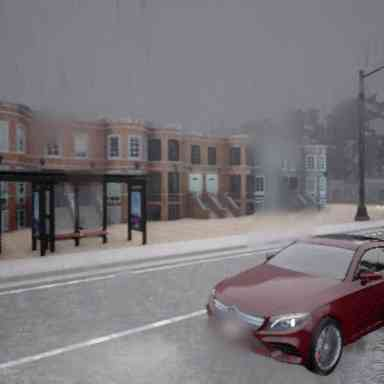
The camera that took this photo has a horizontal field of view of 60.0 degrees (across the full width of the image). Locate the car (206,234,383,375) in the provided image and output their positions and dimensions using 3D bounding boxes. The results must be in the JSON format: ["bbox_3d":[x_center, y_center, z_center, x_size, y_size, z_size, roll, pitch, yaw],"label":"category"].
[{"bbox_3d":[2.400,1.500,5.680,4.674,1.442,1.812,0,0,-36],"label":"car"}]
